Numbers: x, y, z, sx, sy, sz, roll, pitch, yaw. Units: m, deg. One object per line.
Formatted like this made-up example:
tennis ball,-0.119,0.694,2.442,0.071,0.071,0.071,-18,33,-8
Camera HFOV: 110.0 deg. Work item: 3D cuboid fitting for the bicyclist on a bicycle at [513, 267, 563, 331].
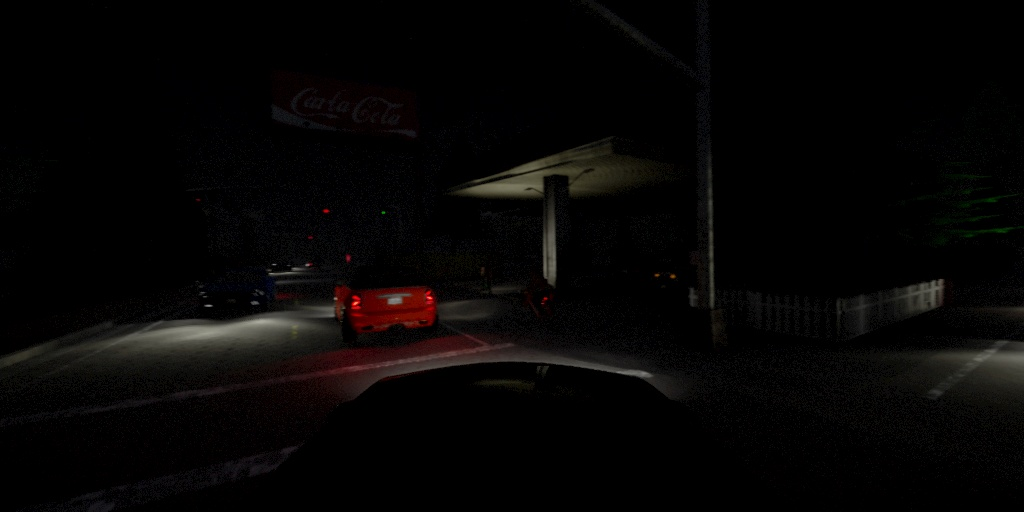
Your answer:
bicyclist on a bicycle,0.667,1.125,9.569,1.656,1.620,0.582,0,-1,41

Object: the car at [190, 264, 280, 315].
car,-10.315,1.207,13.770,1.882,1.535,5.008,-1,0,-30

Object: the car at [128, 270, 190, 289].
car,-24.560,1.612,24.595,4.718,1.301,1.895,-2,1,-33

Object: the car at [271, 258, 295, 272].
car,-28.669,1.076,44.735,2.097,1.767,4.553,-1,1,-30

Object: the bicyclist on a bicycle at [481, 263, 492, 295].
bicyclist on a bicycle,-1.316,1.186,18.609,0.582,1.620,1.656,-1,0,9

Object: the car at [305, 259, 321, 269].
car,-29.592,1.213,53.540,2.033,1.411,5.357,-1,1,-31

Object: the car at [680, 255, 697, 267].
car,28.563,0.562,55.478,4.181,1.385,1.994,-1,1,-30

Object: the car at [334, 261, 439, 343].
car,-3.596,1.001,9.762,2.097,1.767,4.553,-1,1,-29

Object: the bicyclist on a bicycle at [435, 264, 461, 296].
bicyclist on a bicycle,-3.397,1.210,18.248,1.656,1.620,0.582,0,0,-28

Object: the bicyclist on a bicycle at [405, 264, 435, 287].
bicyclist on a bicycle,-4.534,1.203,16.723,1.656,1.620,0.582,1,1,30
